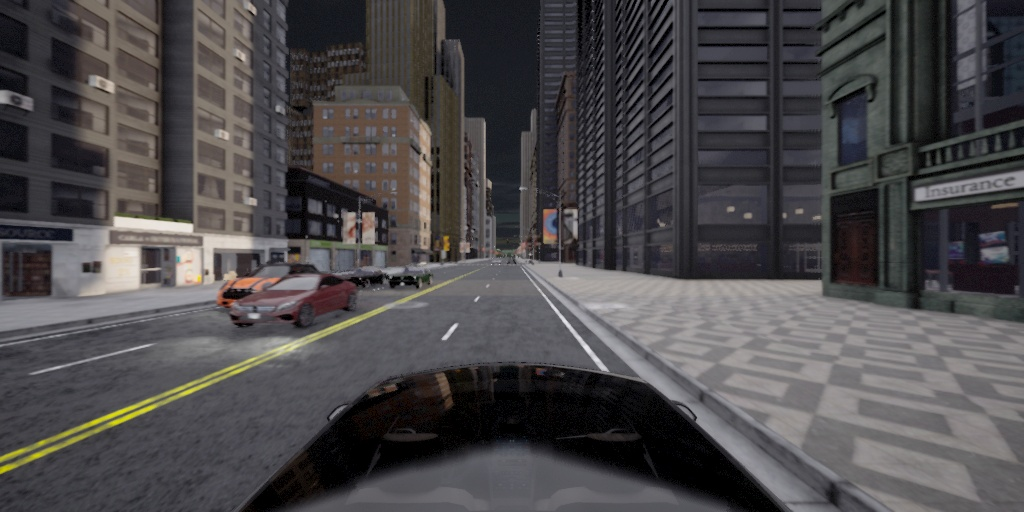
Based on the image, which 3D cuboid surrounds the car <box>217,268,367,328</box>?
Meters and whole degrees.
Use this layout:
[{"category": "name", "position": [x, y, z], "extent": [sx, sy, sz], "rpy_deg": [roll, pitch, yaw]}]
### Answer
[{"category": "car", "position": [-6.586, 1.278, 11.492], "extent": [1.812, 1.442, 4.674], "rpy_deg": [0, 0, 0]}]

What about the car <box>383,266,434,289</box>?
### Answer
[{"category": "car", "position": [-6.499, 1.356, 23.480], "extent": [1.895, 1.301, 4.718], "rpy_deg": [0, 0, 0]}]

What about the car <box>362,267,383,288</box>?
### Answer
[{"category": "car", "position": [-9.749, 1.411, 23.480], "extent": [1.895, 1.301, 4.718], "rpy_deg": [0, 0, 0]}]

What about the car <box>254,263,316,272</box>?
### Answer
[{"category": "car", "position": [-9.824, 1.105, 15.118], "extent": [2.097, 1.767, 4.553], "rpy_deg": [0, 0, 0]}]
